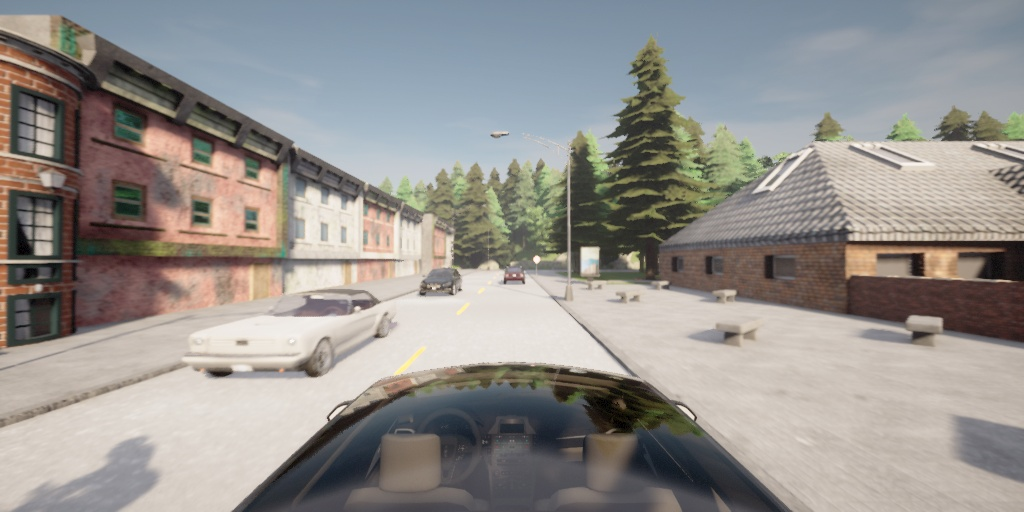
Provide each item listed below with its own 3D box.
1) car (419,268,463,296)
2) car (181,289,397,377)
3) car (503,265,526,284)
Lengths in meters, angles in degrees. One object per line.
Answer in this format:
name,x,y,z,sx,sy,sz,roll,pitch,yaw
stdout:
car,-4.021,1.456,21.007,1.837,1.490,4.892,0,0,1
car,-4.088,1.412,7.637,1.895,1.301,4.718,0,-1,0
car,0.190,1.603,30.848,2.033,1.411,5.357,0,-1,0
